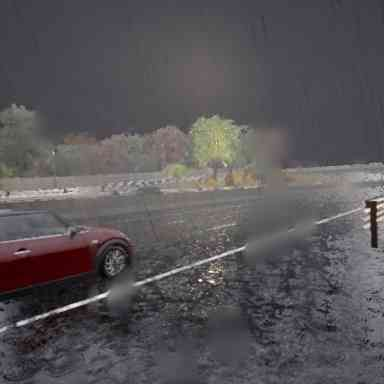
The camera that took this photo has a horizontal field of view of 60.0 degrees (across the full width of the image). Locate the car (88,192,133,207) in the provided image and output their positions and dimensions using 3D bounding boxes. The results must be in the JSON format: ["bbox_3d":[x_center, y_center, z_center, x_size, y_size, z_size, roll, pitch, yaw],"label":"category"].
[{"bbox_3d":[-9.438,0.789,38.908,1.837,1.490,4.892,-1,1,39],"label":"car"}]

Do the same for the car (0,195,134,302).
[{"bbox_3d":[-3.378,1.108,6.816,2.097,1.767,4.553,-1,2,38],"label":"car"}]

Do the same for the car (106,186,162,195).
[{"bbox_3d":[-5.275,0.495,32.912,2.150,2.045,5.566,-1,1,38],"label":"car"}]

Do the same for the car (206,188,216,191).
[{"bbox_3d":[4.759,0.182,51.143,1.895,1.301,4.718,-1,1,39],"label":"car"}]

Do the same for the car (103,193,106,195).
[{"bbox_3d":[-6.953,0.747,36.412,2.128,1.511,4.902,-1,1,39],"label":"car"}]

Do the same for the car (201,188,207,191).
[{"bbox_3d":[2.484,0.123,53.895,1.812,1.442,4.674,-1,1,39],"label":"car"}]
